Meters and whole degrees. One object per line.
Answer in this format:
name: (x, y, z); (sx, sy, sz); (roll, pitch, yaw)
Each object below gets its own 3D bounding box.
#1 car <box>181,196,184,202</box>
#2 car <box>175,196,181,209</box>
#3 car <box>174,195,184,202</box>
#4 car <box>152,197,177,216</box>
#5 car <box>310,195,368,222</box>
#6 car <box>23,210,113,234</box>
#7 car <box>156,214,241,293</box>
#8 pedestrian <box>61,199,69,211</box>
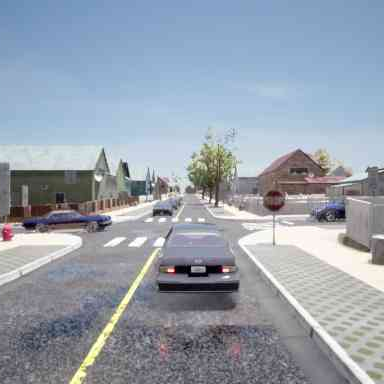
car: (-2.802, 1.490, 53.483); (2.128, 1.511, 4.902); (0, 0, 0)
car: (-2.818, 1.565, 42.544); (1.994, 1.385, 4.181); (0, 0, 0)
car: (-2.701, 1.391, 68.919); (1.895, 1.301, 4.718); (0, 0, 0)
car: (-2.794, 1.549, 32.754); (2.033, 1.411, 5.357); (0, 0, -1)
car: (10.406, 1.067, 22.568); (4.553, 1.767, 2.097); (-2, -1, 2)
car: (-7.117, 1.718, 19.445); (4.718, 1.301, 1.895); (-2, -1, 0)
car: (0.080, 1.550, 8.972); (2.033, 1.411, 5.357); (0, 0, -1)
pedestrian: (-9.673, 1.462, 25.301); (0.375, 1.860, 0.375); (0, 0, 0)
